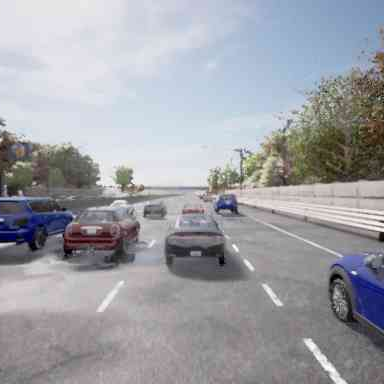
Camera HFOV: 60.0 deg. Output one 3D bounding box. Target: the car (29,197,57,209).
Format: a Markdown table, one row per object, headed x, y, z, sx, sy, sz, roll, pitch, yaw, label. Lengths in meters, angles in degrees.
| x | y | z | sx | sy | sz | roll | pitch | yaw | label |
| --- | --- | --- | --- | --- | --- | --- | --- | --- | --- |
| -21.052 | 1.539 | 47.280 | 1.837 | 1.490 | 4.892 | 0 | 0 | 0 | car |

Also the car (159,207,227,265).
| x | y | z | sx | sy | sz | roll | pitch | yaw | label |
| --- | --- | --- | --- | --- | --- | --- | --- | --- | --- |
| 0.106 | 1.495 | 11.666 | 2.128 | 1.511 | 4.902 | 0 | 0 | 0 | car |

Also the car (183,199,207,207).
| x | y | z | sx | sy | sz | roll | pitch | yaw | label |
| --- | --- | --- | --- | --- | --- | --- | --- | --- | --- |
| 0.112 | 1.617 | 29.904 | 1.895 | 1.301 | 4.718 | 0 | 0 | 0 | car |

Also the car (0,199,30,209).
| x | y | z | sx | sy | sz | roll | pitch | yaw | label |
| --- | --- | --- | --- | --- | --- | --- | --- | --- | --- |
| -24.556 | 1.632 | 46.133 | 1.895 | 1.301 | 4.718 | 0 | 0 | 0 | car |

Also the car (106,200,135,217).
| x | y | z | sx | sy | sz | roll | pitch | yaw | label |
| --- | --- | --- | --- | --- | --- | --- | --- | --- | --- |
| -6.891 | 1.544 | 32.425 | 1.812 | 1.442 | 4.674 | 0 | 0 | 0 | car |

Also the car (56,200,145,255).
| x | y | z | sx | sy | sz | roll | pitch | yaw | label |
| --- | --- | --- | --- | --- | --- | --- | --- | --- | --- |
| -3.397 | 1.357 | 13.369 | 2.097 | 1.767 | 4.553 | 0 | 0 | 0 | car |

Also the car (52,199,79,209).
| x | y | z | sx | sy | sz | roll | pitch | yaw | label |
| --- | --- | --- | --- | --- | --- | --- | --- | --- | --- |
| -17.560 | 1.632 | 46.433 | 1.895 | 1.301 | 4.718 | 0 | 0 | 0 | car |

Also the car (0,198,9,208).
| x | y | z | sx | sy | sz | roll | pitch | yaw | label |
| --- | --- | --- | --- | --- | --- | --- | --- | --- | --- |
| -28.048 | 1.596 | 46.911 | 1.994 | 1.385 | 4.181 | 0 | 0 | 0 | car |

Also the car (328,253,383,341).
| x | y | z | sx | sy | sz | roll | pitch | yaw | label |
| --- | --- | --- | --- | --- | --- | --- | --- | --- | --- |
| 3.580 | 1.310 | 4.340 | 2.097 | 1.767 | 4.553 | 0 | 0 | 0 | car |

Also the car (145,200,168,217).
| x | y | z | sx | sy | sz | roll | pitch | yaw | label |
| --- | --- | --- | --- | --- | --- | --- | --- | --- | --- |
| -3.387 | 1.509 | 31.300 | 2.128 | 1.511 | 4.902 | 0 | 0 | 0 | car |

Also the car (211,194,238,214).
| x | y | z | sx | sy | sz | roll | pitch | yaw | label |
| --- | --- | --- | --- | --- | --- | --- | --- | --- | --- |
| 3.511 | 1.180 | 35.076 | 2.150 | 2.045 | 5.566 | 0 | 0 | 0 | car |

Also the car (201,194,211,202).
| x | y | z | sx | sy | sz | roll | pitch | yaw | label |
| --- | --- | --- | --- | --- | --- | --- | --- | --- | --- |
| 3.522 | 1.614 | 73.062 | 1.994 | 1.385 | 4.181 | 0 | 0 | 0 | car |

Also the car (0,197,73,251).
| x | y | z | sx | sy | sz | roll | pitch | yaw | label |
| --- | --- | --- | --- | --- | --- | --- | --- | --- | --- |
| -6.896 | 1.227 | 14.331 | 2.150 | 2.045 | 5.566 | 0 | 0 | 0 | car |
